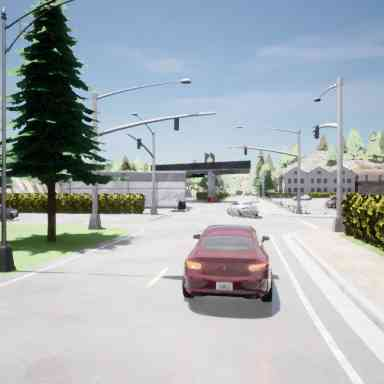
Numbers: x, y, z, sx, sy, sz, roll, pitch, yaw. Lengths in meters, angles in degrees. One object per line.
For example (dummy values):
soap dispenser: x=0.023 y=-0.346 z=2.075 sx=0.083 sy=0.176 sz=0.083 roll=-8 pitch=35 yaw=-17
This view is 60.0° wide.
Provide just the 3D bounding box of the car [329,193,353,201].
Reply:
car: x=33.290 y=1.097 z=74.560 sx=4.605 sy=1.855 sz=1.932 roll=0 pitch=0 yaw=9

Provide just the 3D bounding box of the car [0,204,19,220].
car: x=-16.205 y=1.491 z=26.282 sx=4.902 sy=1.511 sz=2.128 roll=0 pitch=0 yaw=9

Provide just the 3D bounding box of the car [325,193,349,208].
car: x=19.533 y=1.330 z=42.034 sx=5.027 sy=1.636 sz=2.152 roll=0 pitch=0 yaw=9

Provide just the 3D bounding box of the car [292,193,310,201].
car: x=24.912 y=1.361 z=75.867 sx=3.806 sy=1.475 sz=1.970 roll=0 pitch=0 yaw=9

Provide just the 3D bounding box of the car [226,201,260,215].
car: x=4.737 y=1.526 z=31.080 sx=1.812 sy=1.442 sz=4.674 roll=-2 pitch=0 yaw=-15

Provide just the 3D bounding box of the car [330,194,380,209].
car: x=19.087 y=1.339 z=38.929 sx=4.514 sy=1.523 sz=2.007 roll=0 pitch=0 yaw=9

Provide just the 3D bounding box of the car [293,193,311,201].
car: x=26.042 y=1.077 z=79.052 sx=3.866 sy=1.878 sz=1.905 roll=0 pitch=0 yaw=9

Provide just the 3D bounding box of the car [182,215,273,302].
car: x=0.941 y=1.526 z=8.249 sx=1.812 sy=1.442 sz=4.674 roll=0 pitch=0 yaw=9
